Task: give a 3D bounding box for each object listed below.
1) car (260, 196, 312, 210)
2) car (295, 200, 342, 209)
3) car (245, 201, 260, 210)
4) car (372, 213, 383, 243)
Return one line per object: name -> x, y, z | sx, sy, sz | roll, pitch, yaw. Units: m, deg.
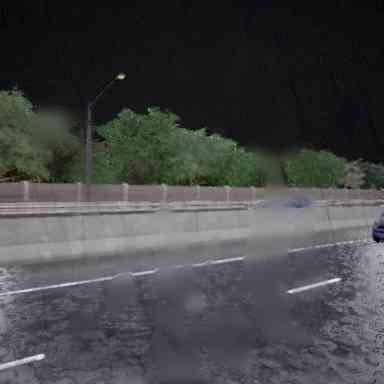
car -> 9.595, 1.387, 32.274 | 5.566, 2.045, 2.150 | 0, 0, -35
car -> 11.618, 1.670, 29.417 | 4.892, 1.490, 1.837 | 0, 0, -35
car -> 7.671, 1.659, 35.199 | 4.902, 1.511, 2.128 | 0, 0, -35
car -> 10.397, 1.460, 15.428 | 4.553, 1.767, 2.097 | 0, 0, -35
